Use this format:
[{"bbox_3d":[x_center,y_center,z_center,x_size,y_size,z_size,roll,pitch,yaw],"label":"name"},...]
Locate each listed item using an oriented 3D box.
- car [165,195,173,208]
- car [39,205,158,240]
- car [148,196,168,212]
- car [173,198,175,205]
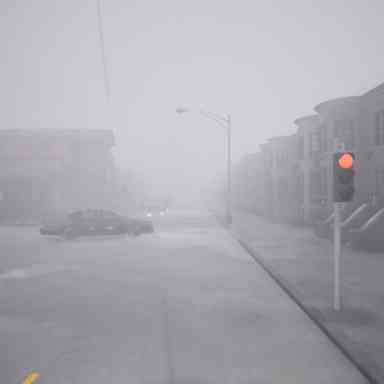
[{"bbox_3d":[-4.160,1.505,48.619,1.837,1.490,4.892,0,0,0],"label":"car"},{"bbox_3d":[-4.643,1.547,16.603,5.357,1.411,2.033,0,0,-16],"label":"car"},{"bbox_3d":[-4.158,1.526,39.433,1.812,1.442,4.674,0,0,-1],"label":"car"},{"bbox_3d":[-4.143,1.352,58.411,2.097,1.767,4.553,0,0,0],"label":"car"}]
